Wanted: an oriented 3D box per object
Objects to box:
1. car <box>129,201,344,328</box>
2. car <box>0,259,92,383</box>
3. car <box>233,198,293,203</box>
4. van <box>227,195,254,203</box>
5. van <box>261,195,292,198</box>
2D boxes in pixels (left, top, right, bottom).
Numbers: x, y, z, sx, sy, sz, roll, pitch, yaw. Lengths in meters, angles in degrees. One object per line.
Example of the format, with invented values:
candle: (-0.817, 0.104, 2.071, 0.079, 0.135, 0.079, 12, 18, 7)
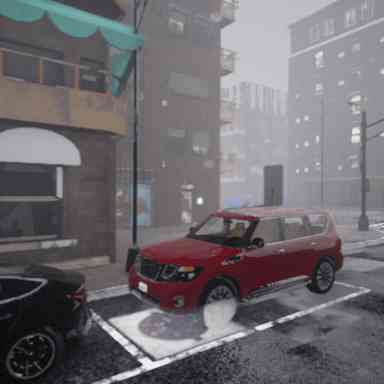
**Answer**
car: (1.219, 1.281, 7.120, 5.009, 1.841, 2.192, 0, 1, -35)
car: (-3.379, 1.570, 3.846, 4.313, 1.339, 1.947, 0, 1, -35)
car: (5.855, 1.398, 27.493, 2.008, 1.369, 4.403, 0, 0, -35)
van: (5.991, 1.253, 41.178, 1.690, 1.788, 3.998, 0, 0, -35)
van: (9.167, 1.243, 36.572, 1.690, 1.788, 3.998, 0, 0, -35)
